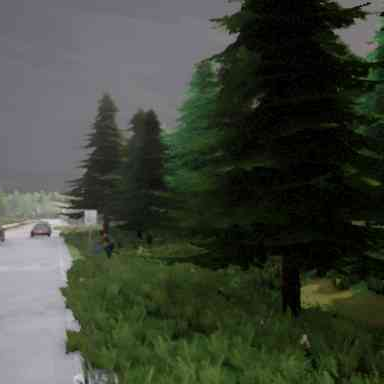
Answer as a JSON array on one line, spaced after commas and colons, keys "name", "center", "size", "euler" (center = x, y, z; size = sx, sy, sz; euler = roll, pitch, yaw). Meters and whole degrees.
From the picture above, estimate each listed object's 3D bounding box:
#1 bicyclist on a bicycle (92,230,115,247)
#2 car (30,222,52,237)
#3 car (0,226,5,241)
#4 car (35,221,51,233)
[{"name": "bicyclist on a bicycle", "center": [-4.077, 2.591, 15.366], "size": [1.656, 1.620, 0.582], "euler": [6, -6, -22]}, {"name": "car", "center": [-16.718, 4.247, 36.865], "size": [1.994, 1.385, 4.181], "euler": [2, -5, -22]}, {"name": "car", "center": [-16.982, 3.519, 27.982], "size": [2.128, 1.511, 4.902], "euler": [2, -5, -22]}, {"name": "car", "center": [-20.748, 4.900, 46.506], "size": [1.837, 1.490, 4.892], "euler": [2, -4, -22]}]
